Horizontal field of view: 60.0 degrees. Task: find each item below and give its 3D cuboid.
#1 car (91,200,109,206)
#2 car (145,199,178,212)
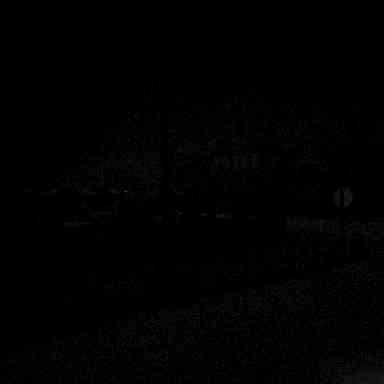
[{"bbox_3d":[-14.676,1.444,51.471,2.033,1.411,5.357,0,0,-35],"label":"car"},{"bbox_3d":[-3.331,1.396,35.382,1.837,1.490,4.892,0,0,-35],"label":"car"}]
